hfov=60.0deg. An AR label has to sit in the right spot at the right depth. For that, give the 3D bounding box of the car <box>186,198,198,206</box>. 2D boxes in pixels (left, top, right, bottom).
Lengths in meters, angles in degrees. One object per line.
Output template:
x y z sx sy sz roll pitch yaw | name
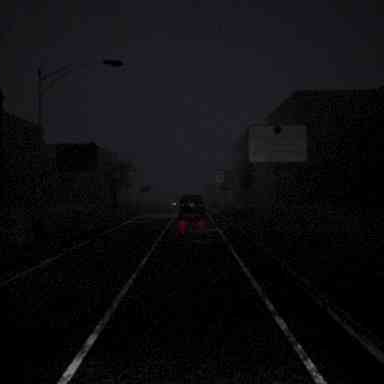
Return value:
-0.002 1.821 58.905 1.895 1.301 4.718 0 0 0 | car

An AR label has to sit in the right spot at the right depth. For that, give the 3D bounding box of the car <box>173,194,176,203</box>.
-3.004 1.451 74.359 2.150 2.045 5.566 0 0 0 | car

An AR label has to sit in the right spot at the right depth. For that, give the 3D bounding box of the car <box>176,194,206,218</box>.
0.002 1.200 29.270 2.150 2.045 5.566 0 -1 0 | car
